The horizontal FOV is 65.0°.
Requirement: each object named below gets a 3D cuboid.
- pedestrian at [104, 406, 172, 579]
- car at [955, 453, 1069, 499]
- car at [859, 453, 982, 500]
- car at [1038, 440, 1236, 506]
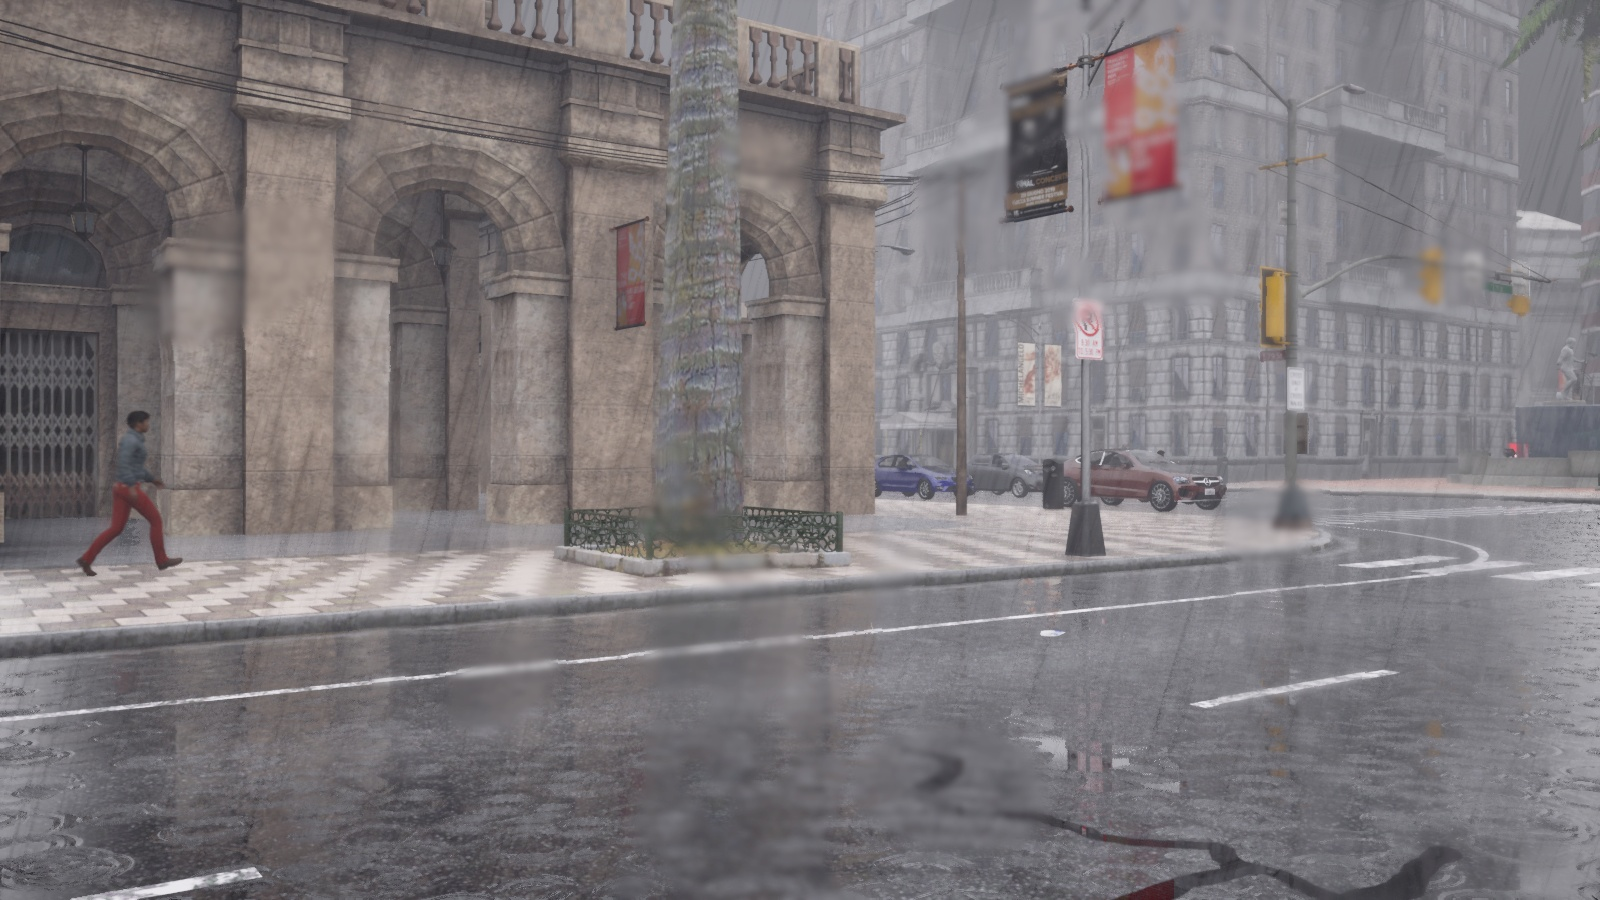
[{"bbox_3d":[-7.235,0.450,13.723,0.614,1.847,0.353,0,0,-35],"label":"pedestrian"},{"bbox_3d":[7.234,0.849,43.140,1.845,1.501,3.633,0,0,-35],"label":"car"},{"bbox_3d":[3.948,0.852,41.834,1.816,1.474,4.193,0,0,-34],"label":"car"},{"bbox_3d":[9.144,0.588,34.468,2.152,1.651,5.027,0,0,-35],"label":"car"}]
